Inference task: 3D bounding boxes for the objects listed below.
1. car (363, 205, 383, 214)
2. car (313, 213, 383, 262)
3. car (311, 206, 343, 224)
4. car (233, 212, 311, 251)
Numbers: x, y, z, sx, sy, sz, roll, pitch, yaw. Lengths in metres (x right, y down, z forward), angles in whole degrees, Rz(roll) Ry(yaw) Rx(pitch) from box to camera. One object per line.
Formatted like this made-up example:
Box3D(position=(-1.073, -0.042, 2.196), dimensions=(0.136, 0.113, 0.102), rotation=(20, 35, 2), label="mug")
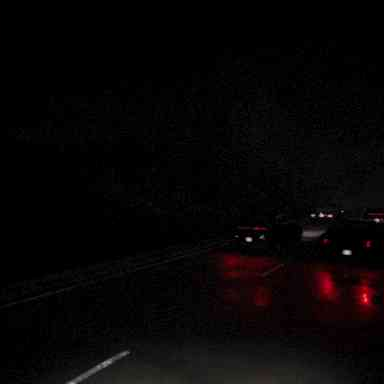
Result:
Box3D(position=(14.431, 1.761, 25.751), dimensions=(1.837, 1.490, 4.892), rotation=(0, 0, 32), label="car")
Box3D(position=(6.337, 1.730, 12.889), dimensions=(1.895, 1.301, 4.718), rotation=(0, -1, 33), label="car")
Box3D(position=(10.926, 1.818, 26.766), dimensions=(2.033, 1.411, 5.357), rotation=(0, -1, 32), label="car")
Box3D(position=(3.533, 1.649, 14.996), dimensions=(2.128, 1.511, 4.902), rotation=(0, -1, 33), label="car")
